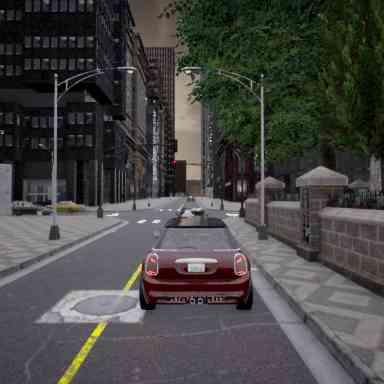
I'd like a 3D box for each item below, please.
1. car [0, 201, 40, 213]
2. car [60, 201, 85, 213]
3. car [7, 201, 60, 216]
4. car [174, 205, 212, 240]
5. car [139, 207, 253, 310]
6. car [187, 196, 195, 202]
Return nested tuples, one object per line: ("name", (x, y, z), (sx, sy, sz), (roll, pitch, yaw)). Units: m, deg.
("car", (-20.250, 1.709, 38.552), (4.403, 1.369, 2.008), (0, -1, 0))
("car", (-14.907, 1.676, 38.542), (4.829, 1.417, 1.752), (0, -1, 0))
("car", (-14.744, 1.518, 30.018), (4.403, 1.369, 2.008), (0, -1, 0))
("car", (0.033, 1.541, 18.112), (1.812, 1.442, 4.674), (0, 0, 0))
("car", (0.070, 1.357, 7.985), (2.097, 1.767, 4.553), (0, 0, 0))
("car", (-0.290, 1.726, 81.283), (1.812, 1.442, 4.674), (0, 0, 0))
